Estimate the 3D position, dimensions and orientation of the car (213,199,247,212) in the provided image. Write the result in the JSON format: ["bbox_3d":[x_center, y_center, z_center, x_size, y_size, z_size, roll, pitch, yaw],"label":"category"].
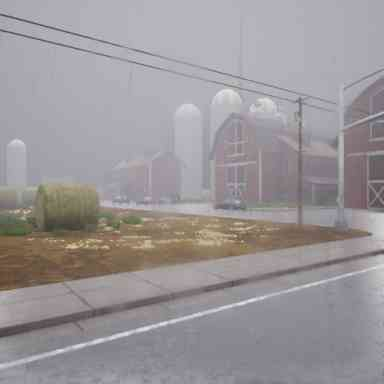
[{"bbox_3d":[4.471,1.543,39.387,1.812,1.442,4.674,0,0,-37],"label":"car"}]

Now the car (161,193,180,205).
[{"bbox_3d":[-3.984,1.168,57.642,3.866,1.878,1.905,-2,5,11],"label":"car"}]

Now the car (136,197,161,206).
[{"bbox_3d":[-7.659,1.524,55.757,1.812,1.442,4.674,0,-1,-36],"label":"car"}]

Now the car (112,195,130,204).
[{"bbox_3d":[-13.755,1.369,64.005,2.097,1.767,4.553,0,0,-37],"label":"car"}]
